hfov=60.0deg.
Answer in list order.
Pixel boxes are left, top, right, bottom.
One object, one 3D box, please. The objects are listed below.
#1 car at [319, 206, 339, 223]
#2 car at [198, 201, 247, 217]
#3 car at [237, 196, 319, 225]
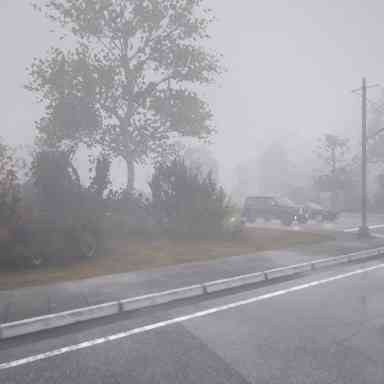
[{"bbox_3d":[9.270,1.566,26.866,1.882,1.535,5.008,0,-1,-39],"label":"car"},{"bbox_3d":[3.083,1.705,34.178,1.882,1.535,5.008,0,-1,-43],"label":"car"},{"bbox_3d":[6.235,1.316,25.123,2.150,2.045,5.566,0,-1,-37],"label":"car"}]
